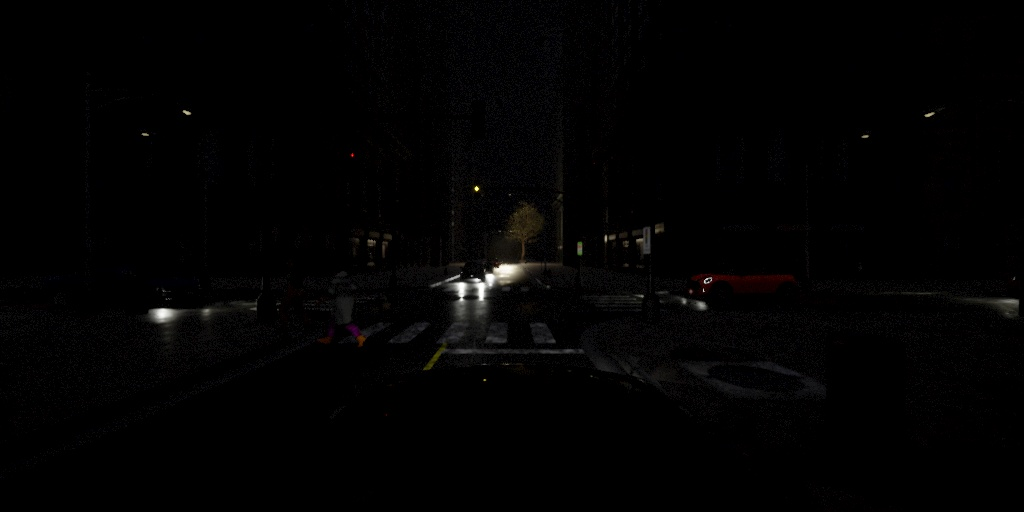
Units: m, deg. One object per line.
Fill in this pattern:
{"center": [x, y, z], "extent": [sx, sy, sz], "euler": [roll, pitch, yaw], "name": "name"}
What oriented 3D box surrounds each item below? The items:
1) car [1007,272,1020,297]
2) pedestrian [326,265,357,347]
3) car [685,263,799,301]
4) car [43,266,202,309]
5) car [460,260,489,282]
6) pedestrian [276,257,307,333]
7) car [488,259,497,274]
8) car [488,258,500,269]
{"center": [27.448, 1.045, 17.073], "extent": [5.566, 2.045, 2.150], "euler": [0, 0, 0], "name": "car"}
{"center": [-3.700, 1.039, 7.788], "extent": [0.375, 1.860, 0.375], "euler": [0, 0, 0], "name": "pedestrian"}
{"center": [10.785, 1.127, 17.088], "extent": [4.553, 1.767, 2.097], "euler": [0, 0, 0], "name": "car"}
{"center": [-14.907, 1.167, 13.895], "extent": [5.008, 1.535, 1.882], "euler": [0, 0, 2], "name": "car"}
{"center": [-3.092, 1.233, 29.117], "extent": [1.837, 1.490, 4.892], "euler": [0, 0, -2], "name": "car"}
{"center": [-5.149, 0.882, 8.384], "extent": [0.375, 1.860, 0.375], "euler": [0, 0, 0], "name": "pedestrian"}
{"center": [-3.085, 1.325, 41.147], "extent": [1.895, 1.301, 4.718], "euler": [0, 0, 0], "name": "car"}
{"center": [-3.045, 1.080, 56.094], "extent": [2.097, 1.767, 4.553], "euler": [0, 0, 0], "name": "car"}
